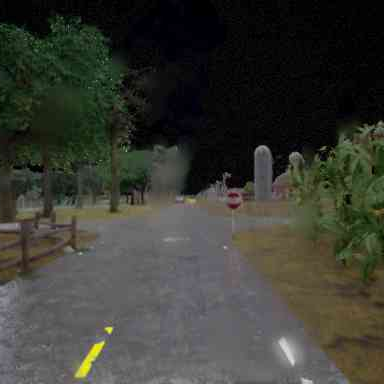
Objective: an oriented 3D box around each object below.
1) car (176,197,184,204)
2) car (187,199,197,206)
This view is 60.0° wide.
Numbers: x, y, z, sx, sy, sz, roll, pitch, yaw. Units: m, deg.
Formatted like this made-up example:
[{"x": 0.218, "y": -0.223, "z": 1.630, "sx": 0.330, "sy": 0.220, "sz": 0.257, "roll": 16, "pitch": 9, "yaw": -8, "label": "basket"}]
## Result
[{"x": -2.755, "y": 1.920, "z": 76.782, "sx": 1.882, "sy": 1.535, "sz": 5.008, "roll": 0, "pitch": -1, "yaw": 0, "label": "car"}, {"x": -0.005, "y": 2.204, "z": 72.190, "sx": 1.882, "sy": 1.535, "sz": 5.008, "roll": 0, "pitch": -1, "yaw": 0, "label": "car"}]
